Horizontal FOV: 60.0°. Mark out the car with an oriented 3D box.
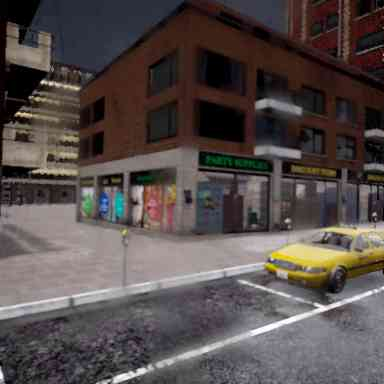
[{"bbox_3d":[4.015,1.554,8.918,4.829,1.417,1.752,0,2,-35],"label":"car"}]
